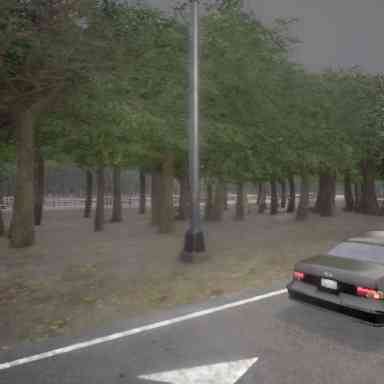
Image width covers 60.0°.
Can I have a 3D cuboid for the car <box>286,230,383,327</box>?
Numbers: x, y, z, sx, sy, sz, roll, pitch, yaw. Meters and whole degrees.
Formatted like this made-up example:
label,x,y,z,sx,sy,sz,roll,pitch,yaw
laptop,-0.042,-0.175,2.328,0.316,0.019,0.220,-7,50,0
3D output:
label,x,y,z,sx,sy,sz,roll,pitch,yaw
car,4.279,1.527,6.850,5.357,1.411,2.033,0,0,-35
